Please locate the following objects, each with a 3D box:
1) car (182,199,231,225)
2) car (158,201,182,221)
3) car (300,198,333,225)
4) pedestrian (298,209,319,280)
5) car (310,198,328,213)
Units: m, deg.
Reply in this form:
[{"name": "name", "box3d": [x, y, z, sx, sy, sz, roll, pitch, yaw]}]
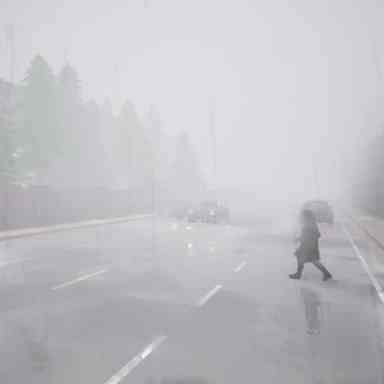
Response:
[{"name": "car", "box3d": [1.290, 1.345, 24.073, 2.097, 1.767, 4.553, 0, 0, 22]}, {"name": "car", "box3d": [-1.067, 1.483, 27.628, 2.128, 1.511, 4.902, 0, 0, 22]}, {"name": "car", "box3d": [9.052, 1.346, 24.115, 2.097, 1.767, 4.553, 0, 0, 22]}, {"name": "pedestrian", "box3d": [2.942, 1.291, 8.393, 0.375, 1.860, 0.375, 0, 0, 22]}, {"name": "car", "box3d": [14.812, 1.467, 38.654, 1.882, 1.535, 5.008, 0, 0, 22]}]
